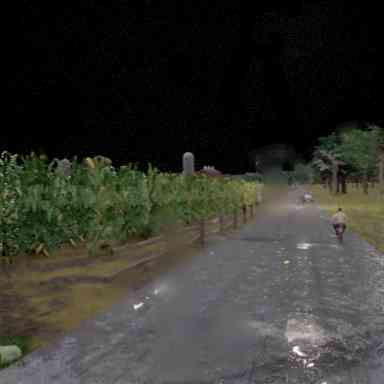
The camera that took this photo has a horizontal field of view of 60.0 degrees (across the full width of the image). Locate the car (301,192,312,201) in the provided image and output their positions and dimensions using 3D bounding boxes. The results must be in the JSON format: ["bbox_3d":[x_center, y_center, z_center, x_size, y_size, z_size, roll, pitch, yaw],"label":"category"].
[{"bbox_3d":[23.942,0.885,69.695,2.097,1.767,4.553,-1,1,18],"label":"car"}]

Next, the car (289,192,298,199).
[{"bbox_3d":[24.037,0.794,78.763,2.097,1.767,4.553,-1,1,18],"label":"car"}]

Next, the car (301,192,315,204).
[{"bbox_3d":[19.644,1.236,56.337,1.812,1.442,4.674,-1,0,18],"label":"car"}]

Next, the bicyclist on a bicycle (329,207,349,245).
[{"bbox_3d":[6.659,1.492,14.983,0.866,1.612,1.509,-1,0,19],"label":"bicyclist on a bicycle"}]
